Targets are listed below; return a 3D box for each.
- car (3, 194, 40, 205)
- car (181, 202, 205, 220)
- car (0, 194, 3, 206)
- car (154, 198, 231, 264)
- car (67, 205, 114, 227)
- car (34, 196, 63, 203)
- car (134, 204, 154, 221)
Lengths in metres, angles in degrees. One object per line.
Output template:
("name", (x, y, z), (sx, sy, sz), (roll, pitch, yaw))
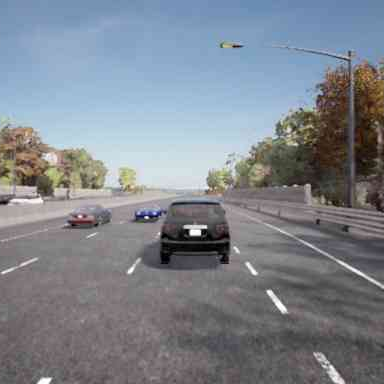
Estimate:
("car", (-21.098, 1.293, 42.382), (2.150, 2.045, 5.566), (0, 0, 0))
("car", (0.086, 1.607, 29.552), (1.994, 1.385, 4.181), (0, 0, 0))
("car", (-24.597, 1.294, 42.766), (2.150, 2.045, 5.566), (0, -1, 0))
("car", (0.094, 1.235, 12.040), (2.150, 2.045, 5.566), (0, 0, 0))
("car", (-6.909, 1.578, 23.043), (2.033, 1.411, 5.357), (0, 0, 0))
("car", (-17.602, 1.574, 41.953), (1.837, 1.490, 4.892), (0, 0, 0))
("car", (-3.412, 1.640, 27.290), (1.895, 1.301, 4.718), (0, 0, 0))
